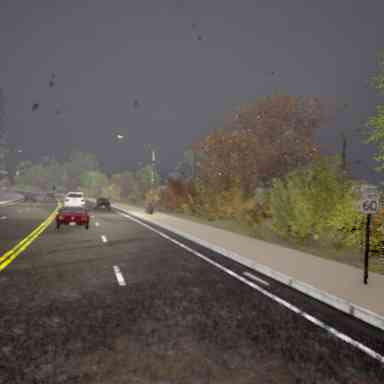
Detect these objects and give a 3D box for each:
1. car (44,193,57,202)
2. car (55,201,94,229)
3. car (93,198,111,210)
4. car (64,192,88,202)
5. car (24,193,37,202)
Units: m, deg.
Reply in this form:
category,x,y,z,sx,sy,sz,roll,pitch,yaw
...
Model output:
category,x,y,z,sx,sy,sz,roll,pitch,yaw
car,-25.755,0.904,60.526,2.097,1.767,4.553,3,-1,-22
car,-7.466,1.512,20.996,1.895,1.301,4.718,3,-1,-19
car,-11.270,1.466,41.510,1.837,1.490,4.892,3,-1,-20
car,-13.599,1.058,38.497,2.150,2.045,5.566,3,-1,-20
car,-28.720,0.964,59.203,2.033,1.411,5.357,3,-1,-22
